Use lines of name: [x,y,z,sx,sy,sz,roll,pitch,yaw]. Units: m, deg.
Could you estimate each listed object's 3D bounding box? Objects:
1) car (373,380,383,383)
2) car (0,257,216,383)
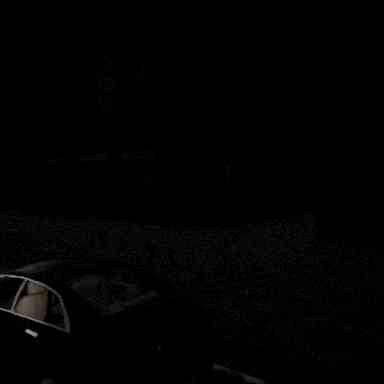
car: [2.808,1.550,1.072,4.403,1.369,2.008,0,0,36]
car: [-1.791,1.552,4.352,4.403,1.369,2.008,0,0,36]
